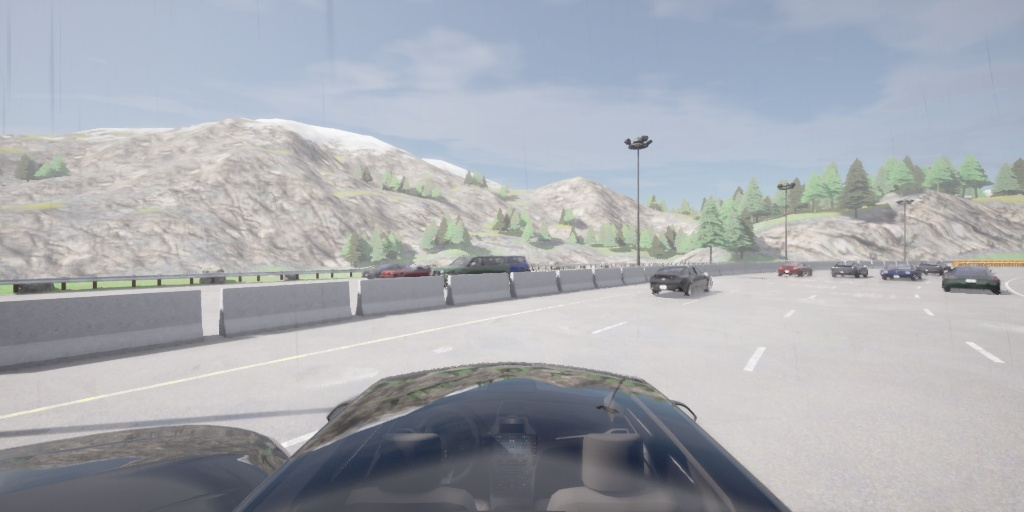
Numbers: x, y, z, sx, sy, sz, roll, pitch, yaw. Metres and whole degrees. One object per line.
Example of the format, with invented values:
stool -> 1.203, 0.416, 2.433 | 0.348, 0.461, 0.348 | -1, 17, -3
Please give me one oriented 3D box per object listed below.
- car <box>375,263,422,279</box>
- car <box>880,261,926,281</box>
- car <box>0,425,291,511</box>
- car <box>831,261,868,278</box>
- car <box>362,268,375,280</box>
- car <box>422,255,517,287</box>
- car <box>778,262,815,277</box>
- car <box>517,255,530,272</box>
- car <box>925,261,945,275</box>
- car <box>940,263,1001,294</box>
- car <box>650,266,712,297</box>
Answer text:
car -> -7.542, 1.351, 27.383 | 1.895, 1.301, 4.718 | 0, 0, 43
car -> 32.307, 1.351, 29.687 | 4.718, 1.301, 1.895 | 0, 0, -35
car -> -2.981, 1.255, 0.486 | 4.892, 1.490, 1.837 | 0, 0, -45
car -> 31.374, 1.241, 33.297 | 4.902, 1.511, 2.128 | 0, 0, -35
car -> -10.109, 1.314, 29.705 | 1.994, 1.385, 4.181 | 0, 0, 43
car -> -2.519, 0.971, 22.522 | 2.150, 2.045, 5.566 | 0, 0, 43
car -> 27.553, 1.276, 34.853 | 4.674, 1.442, 1.812 | 0, 0, -36
car -> -0.964, 0.971, 29.156 | 5.566, 2.045, 2.150 | 0, 0, -45
car -> 43.312, 1.241, 36.820 | 4.902, 1.511, 2.128 | 0, 0, -31
car -> 26.209, 1.312, 20.531 | 4.181, 1.385, 1.994 | 0, 0, -39
car -> 9.045, 1.255, 19.087 | 4.892, 1.490, 1.837 | 0, 0, -45
